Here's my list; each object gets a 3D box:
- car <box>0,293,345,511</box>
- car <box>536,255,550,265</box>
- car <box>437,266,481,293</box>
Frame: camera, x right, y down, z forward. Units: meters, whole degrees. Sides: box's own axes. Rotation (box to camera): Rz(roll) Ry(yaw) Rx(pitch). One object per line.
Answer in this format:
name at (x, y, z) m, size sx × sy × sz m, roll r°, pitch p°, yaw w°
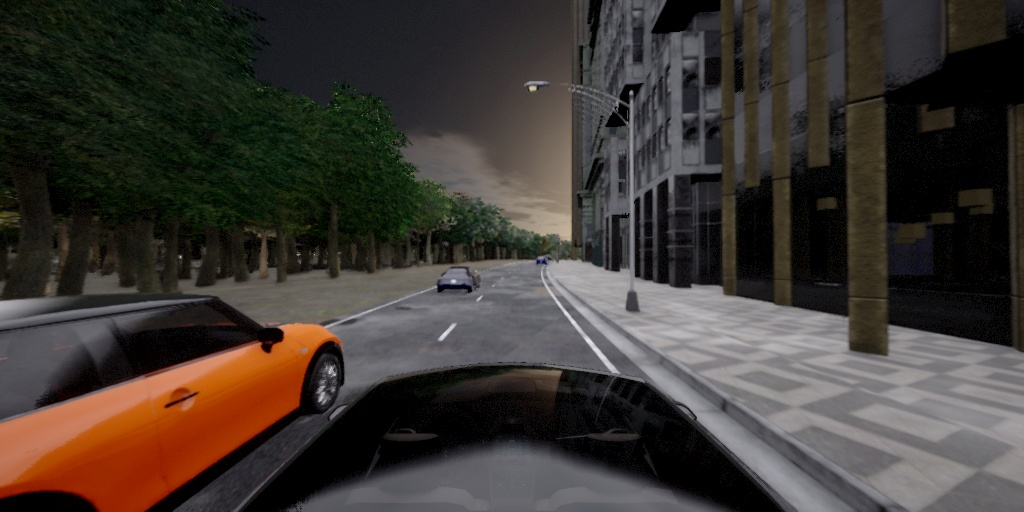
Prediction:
car at (-3.364, 1.095, 3.131) m, size 2.097 × 1.767 × 4.553 m, roll 0°, pitch 0°, yaw 0°
car at (5.344, 0.852, 64.684) m, size 1.882 × 1.535 × 5.008 m, roll 0°, pitch 1°, yaw 7°
car at (-2.982, 1.288, 20.730) m, size 1.994 × 1.385 × 4.181 m, roll 0°, pitch 0°, yaw 2°
